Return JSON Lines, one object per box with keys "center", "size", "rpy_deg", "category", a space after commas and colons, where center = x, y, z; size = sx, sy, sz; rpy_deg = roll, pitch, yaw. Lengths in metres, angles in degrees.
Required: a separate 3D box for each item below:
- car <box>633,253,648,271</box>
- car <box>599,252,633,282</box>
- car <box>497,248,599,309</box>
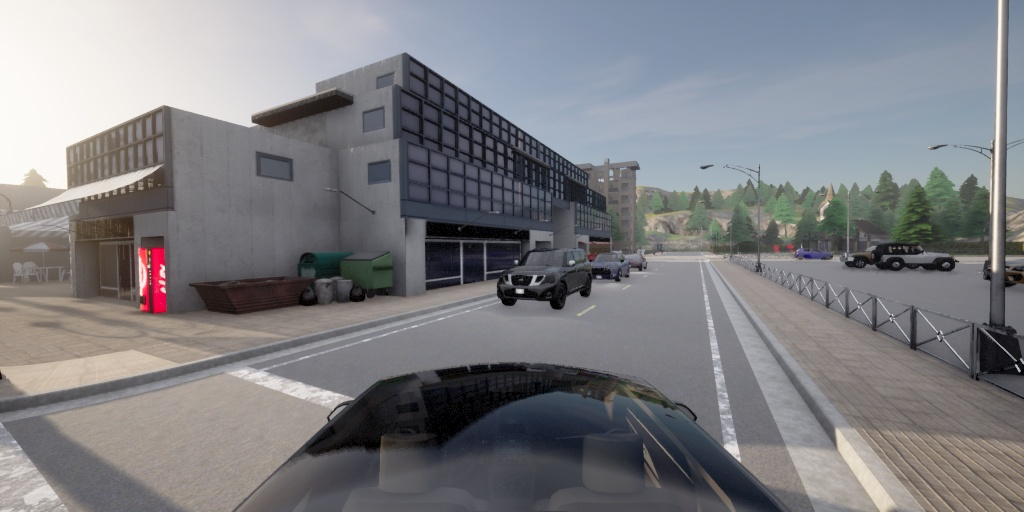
{"center": [10.755, 0.494, 31.724], "size": [1.812, 1.442, 4.674], "rpy_deg": [0, 1, 28], "category": "car"}
{"center": [6.042, 0.583, 22.642], "size": [2.097, 1.767, 4.553], "rpy_deg": [0, 1, 27], "category": "car"}
{"center": [1.515, 0.705, 13.909], "size": [2.150, 2.045, 5.566], "rpy_deg": [0, 1, 27], "category": "car"}
